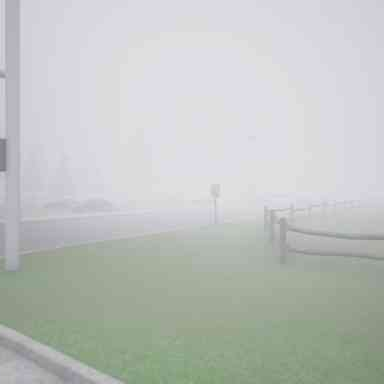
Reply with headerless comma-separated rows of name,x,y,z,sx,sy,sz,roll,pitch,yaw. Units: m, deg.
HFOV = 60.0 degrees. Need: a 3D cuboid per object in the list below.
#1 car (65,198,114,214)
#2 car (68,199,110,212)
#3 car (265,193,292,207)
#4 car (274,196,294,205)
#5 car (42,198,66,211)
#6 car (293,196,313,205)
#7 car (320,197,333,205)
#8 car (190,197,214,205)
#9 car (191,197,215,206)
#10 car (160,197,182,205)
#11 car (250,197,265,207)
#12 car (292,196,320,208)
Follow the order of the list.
car,-10.674,1.505,35.857,1.837,1.490,4.892,0,0,35
car,-12.229,1.601,39.748,1.895,1.301,4.718,0,0,35
car,13.554,1.221,50.132,2.150,2.045,5.566,0,0,38
car,16.844,1.478,60.727,1.882,1.535,5.008,0,0,36
car,-15.774,1.477,40.782,1.882,1.535,5.008,0,0,35
car,19.662,1.478,58.651,1.882,1.535,5.008,0,0,36
car,22.480,1.547,56.575,2.033,1.411,5.357,0,0,36
car,1.804,1.601,59.671,1.895,1.301,4.718,0,0,36
car,2.215,1.564,54.241,1.994,1.385,4.181,0,0,36
car,-3.634,1.564,58.094,1.994,1.385,4.181,0,0,36
car,10.880,1.491,52.413,2.128,1.511,4.902,0,0,36
car,16.676,1.564,48.480,1.994,1.385,4.181,0,0,36
